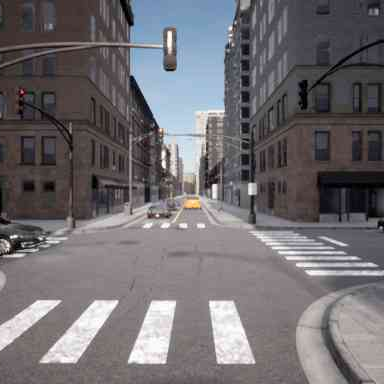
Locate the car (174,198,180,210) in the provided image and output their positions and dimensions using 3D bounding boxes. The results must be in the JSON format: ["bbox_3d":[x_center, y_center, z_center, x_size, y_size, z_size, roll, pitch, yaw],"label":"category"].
[{"bbox_3d":[-2.836,1.518,40.404,1.837,1.490,4.892,0,0,0],"label":"car"}]

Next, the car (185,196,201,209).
[{"bbox_3d":[0.111,1.370,44.764,2.097,1.767,4.553,0,0,0],"label":"car"}]

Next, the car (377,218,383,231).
[{"bbox_3d":[12.372,1.561,17.918,4.313,1.339,1.947,0,0,0],"label":"car"}]

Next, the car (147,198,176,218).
[{"bbox_3d":[-2.843,1.552,30.016,2.033,1.411,5.357,0,0,0],"label":"car"}]

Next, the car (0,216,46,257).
[{"bbox_3d":[-8.039,1.504,12.386,4.892,1.490,1.837,0,0,0],"label":"car"}]

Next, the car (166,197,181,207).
[{"bbox_3d":[-2.825,1.575,51.809,2.033,1.411,5.357,0,0,0],"label":"car"}]
